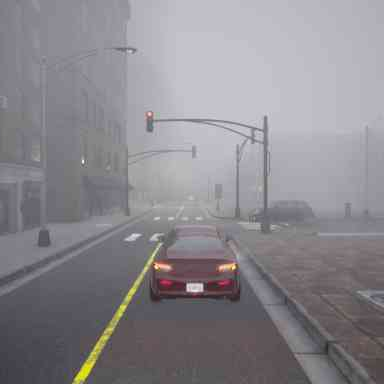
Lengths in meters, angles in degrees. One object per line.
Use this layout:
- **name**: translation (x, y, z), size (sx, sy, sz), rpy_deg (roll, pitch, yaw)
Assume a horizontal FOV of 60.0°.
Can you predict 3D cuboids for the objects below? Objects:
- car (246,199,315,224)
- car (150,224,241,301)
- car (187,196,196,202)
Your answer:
- **car**: translation (6.179, 1.327, 23.456), size (4.553, 1.767, 2.097), rpy_deg (0, 0, -5)
- **car**: translation (0.083, 1.526, 8.184), size (1.812, 1.442, 4.674), rpy_deg (0, 0, 1)
- **car**: translation (-0.076, 1.567, 76.160), size (1.812, 1.442, 4.674), rpy_deg (0, 0, 0)
